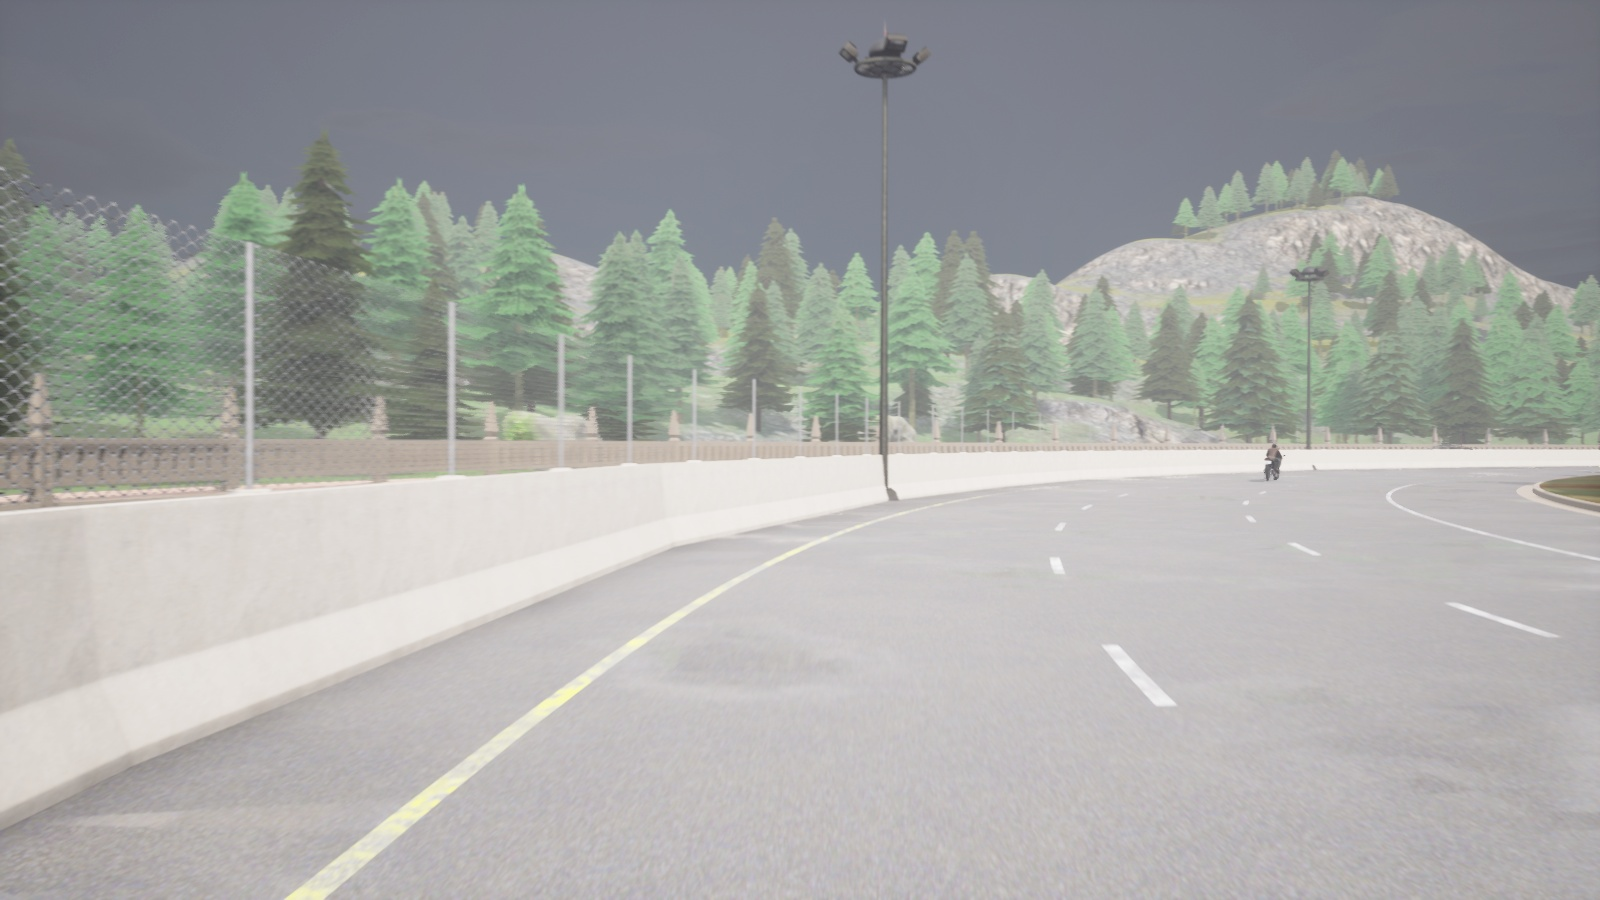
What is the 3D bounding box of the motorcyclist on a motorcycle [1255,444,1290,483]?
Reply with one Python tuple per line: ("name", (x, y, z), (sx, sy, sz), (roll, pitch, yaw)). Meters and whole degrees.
("motorcyclist on a motorcycle", (19.113, 0.533, 50.778), (0.797, 1.523, 2.044), (2, 1, 34))
